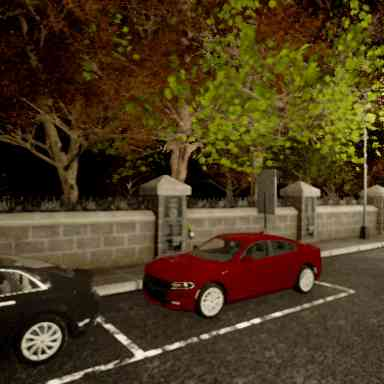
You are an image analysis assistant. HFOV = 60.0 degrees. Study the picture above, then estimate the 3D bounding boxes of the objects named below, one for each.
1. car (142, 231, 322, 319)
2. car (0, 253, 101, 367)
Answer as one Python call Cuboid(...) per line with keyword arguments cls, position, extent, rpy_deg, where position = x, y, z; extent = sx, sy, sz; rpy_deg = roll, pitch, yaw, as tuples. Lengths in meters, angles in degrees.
Cuboid(cls="car", position=(1.072, 1.600, 7.476), extent=(4.507, 1.381, 1.887), rpy_deg=(1, 0, -35))
Cuboid(cls="car", position=(-3.411, 1.546, 4.221), extent=(4.403, 1.369, 2.008), rpy_deg=(1, 0, -35))
